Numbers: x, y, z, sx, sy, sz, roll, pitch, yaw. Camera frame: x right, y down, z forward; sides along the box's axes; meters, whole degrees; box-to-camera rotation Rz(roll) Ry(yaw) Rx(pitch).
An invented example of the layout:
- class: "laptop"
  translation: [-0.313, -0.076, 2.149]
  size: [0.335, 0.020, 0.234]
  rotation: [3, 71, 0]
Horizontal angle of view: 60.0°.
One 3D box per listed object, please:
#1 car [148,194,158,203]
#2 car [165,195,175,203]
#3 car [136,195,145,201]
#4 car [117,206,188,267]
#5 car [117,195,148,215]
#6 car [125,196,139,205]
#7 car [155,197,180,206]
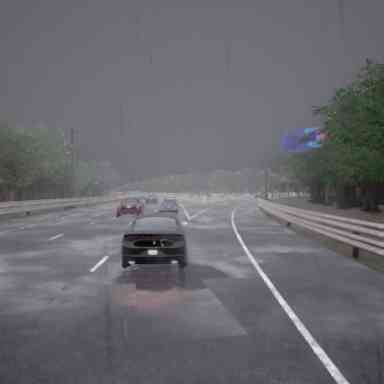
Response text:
- class: "car"
  translation: [-7.291, 1.323, 60.355]
  size: [2.097, 1.767, 4.553]
  rotation: [0, 0, -4]
- class: "car"
  translation: [-4.739, 1.485, 70.946]
  size: [1.882, 1.535, 5.008]
  rotation: [0, 0, -5]
- class: "car"
  translation: [-13.296, 1.576, 86.398]
  size: [2.128, 1.511, 4.902]
  rotation: [0, 0, -6]
- class: "car"
  translation: [-1.170, 1.462, 11.391]
  size: [1.882, 1.535, 5.008]
  rotation: [0, 0, -3]
- class: "car"
  translation: [-5.515, 1.300, 30.555]
  size: [2.097, 1.767, 4.553]
  rotation: [0, 0, -3]
- class: "car"
  translation: [-10.687, 1.437, 59.294]
  size: [1.882, 1.535, 5.008]
  rotation: [0, 0, -4]
- class: "car"
  translation: [-2.245, 1.500, 33.263]
  size: [2.033, 1.411, 5.357]
  rotation: [0, 0, -3]
